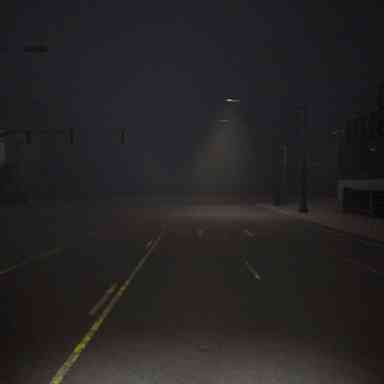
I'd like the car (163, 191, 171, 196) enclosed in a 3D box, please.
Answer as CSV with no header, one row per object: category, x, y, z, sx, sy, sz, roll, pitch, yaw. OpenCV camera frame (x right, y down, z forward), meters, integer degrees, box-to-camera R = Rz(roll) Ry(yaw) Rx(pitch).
car,-6.945,0.395,93.262,1.812,1.442,4.674,0,1,0
